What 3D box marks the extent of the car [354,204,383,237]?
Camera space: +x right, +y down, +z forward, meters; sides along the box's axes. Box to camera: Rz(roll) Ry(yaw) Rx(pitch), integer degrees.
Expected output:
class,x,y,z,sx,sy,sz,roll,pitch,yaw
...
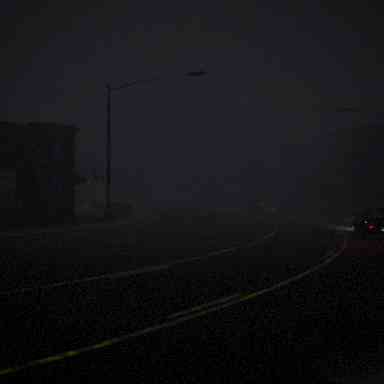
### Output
class,x,y,z,sx,sy,sz,roll,pitch,yaw
car,10.041,1.633,18.139,1.812,1.442,4.674,0,0,21

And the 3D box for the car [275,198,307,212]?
class,x,y,z,sx,sy,sz,roll,pitch,yaw
car,12.665,1.577,42.817,2.097,1.767,4.553,0,0,-21

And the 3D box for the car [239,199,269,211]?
class,x,y,z,sx,sy,sz,roll,pitch,yaw
car,8.219,1.724,44.193,1.837,1.490,4.892,1,-1,-27
